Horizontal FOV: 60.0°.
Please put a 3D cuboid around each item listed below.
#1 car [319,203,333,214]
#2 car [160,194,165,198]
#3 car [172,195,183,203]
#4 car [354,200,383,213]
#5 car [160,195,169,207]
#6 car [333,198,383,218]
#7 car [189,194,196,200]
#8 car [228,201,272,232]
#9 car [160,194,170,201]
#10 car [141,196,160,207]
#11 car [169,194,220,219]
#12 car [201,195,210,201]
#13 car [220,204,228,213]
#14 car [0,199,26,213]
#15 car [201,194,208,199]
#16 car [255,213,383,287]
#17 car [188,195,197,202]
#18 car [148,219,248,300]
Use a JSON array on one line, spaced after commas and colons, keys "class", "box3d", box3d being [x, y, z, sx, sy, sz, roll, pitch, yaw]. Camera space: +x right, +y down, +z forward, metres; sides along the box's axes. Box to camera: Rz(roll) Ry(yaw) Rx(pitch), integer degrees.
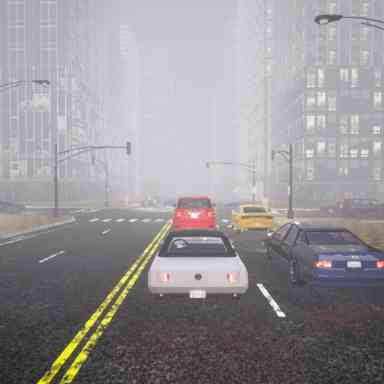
[{"class": "car", "box3d": [16.558, 1.590, 36.572, 5.008, 1.535, 1.882, 1, 1, 1]}, {"class": "car", "box3d": [-6.492, 1.432, 60.449, 1.882, 1.535, 5.008, 0, 0, -1]}, {"class": "car", "box3d": [-3.177, 1.465, 71.558, 2.128, 1.511, 4.902, 0, 0, 0]}, {"class": "car", "box3d": [21.850, 1.642, 39.074, 4.829, 1.417, 1.752, 1, 0, 1]}, {"class": "car", "box3d": [-3.287, 1.528, 51.209, 1.994, 1.385, 4.181, 0, 0, 0]}, {"class": "car", "box3d": [16.233, 1.519, 30.793, 5.009, 1.841, 2.192, 1, 0, 1]}, {"class": "car", "box3d": [0.095, 1.433, 92.016, 1.812, 1.442, 4.674, 0, 0, 0]}, {"class": "car", "box3d": [3.374, 1.468, 19.206, 1.882, 1.535, 5.008, 0, 0, 1]}, {"class": "car", "box3d": [-6.418, 1.282, 80.650, 2.097, 1.767, 4.553, 0, 0, 0]}, {"class": "car", "box3d": [-6.542, 1.457, 50.776, 2.128, 1.511, 4.902, 0, 0, 0]}, {"class": "car", "box3d": [0.119, 1.212, 18.120, 2.150, 2.045, 5.566, 0, 0, 0]}, {"class": "car", "box3d": [3.335, 1.457, 81.595, 2.033, 1.411, 5.357, 0, 0, 0]}, {"class": "car", "box3d": [5.220, 1.612, 33.572, 5.357, 1.411, 2.033, 0, 1, 1]}, {"class": "car", "box3d": [-19.358, 1.407, 34.003, 4.181, 1.385, 1.994, 1, 1, 1]}, {"class": "car", "box3d": [3.345, 1.266, 92.013, 1.812, 1.442, 4.674, 0, 0, 0]}, {"class": "car", "box3d": [3.365, 1.543, 9.388, 2.033, 1.411, 5.357, 0, 0, 0]}, {"class": "car", "box3d": [0.087, 1.464, 71.999, 1.812, 1.442, 4.674, 0, 0, 0]}, {"class": "car", "box3d": [0.110, 1.597, 8.361, 1.895, 1.301, 4.718, 0, 0, 0]}]
